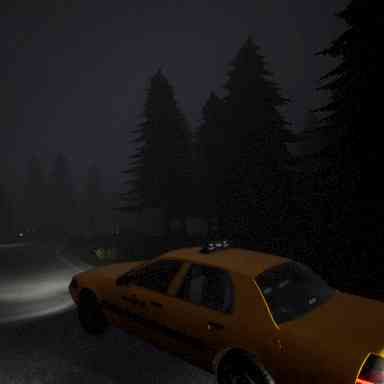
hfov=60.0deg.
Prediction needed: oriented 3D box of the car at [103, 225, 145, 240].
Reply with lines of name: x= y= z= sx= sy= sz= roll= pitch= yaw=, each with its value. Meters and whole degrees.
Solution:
car: x=-7.433 y=4.510 z=36.974 sx=2.033 sy=1.411 sz=5.357 roll=-4 pitch=-8 yaw=20

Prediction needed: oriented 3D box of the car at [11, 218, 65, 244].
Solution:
car: x=-12.733 y=3.228 z=28.174 sx=2.150 sy=2.045 sz=5.566 roll=-4 pitch=-7 yaw=7

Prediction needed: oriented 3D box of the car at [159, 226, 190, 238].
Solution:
car: x=-2.309 y=5.544 z=46.279 sx=1.882 sy=1.535 sz=5.008 roll=-5 pitch=-8 yaw=30

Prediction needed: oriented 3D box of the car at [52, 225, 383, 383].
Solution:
car: x=0.125 y=1.441 z=4.751 sx=5.366 sy=1.575 sz=1.801 roll=0 pitch=1 yaw=43
